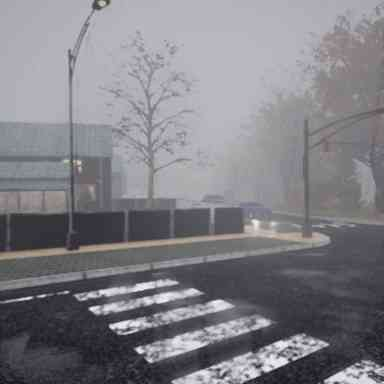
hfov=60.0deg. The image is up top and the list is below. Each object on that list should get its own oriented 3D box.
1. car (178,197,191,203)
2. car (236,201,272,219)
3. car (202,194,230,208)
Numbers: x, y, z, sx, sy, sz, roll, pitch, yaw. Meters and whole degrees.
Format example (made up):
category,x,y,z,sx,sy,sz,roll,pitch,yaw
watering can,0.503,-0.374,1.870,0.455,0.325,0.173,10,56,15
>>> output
category,x,y,z,sx,sy,sz,roll,pitch,yaw
car,-1.515,1.608,58.945,2.033,1.411,5.357,-1,0,-14
car,5.736,1.636,31.314,1.882,1.535,5.008,-1,0,-15
car,2.924,1.343,41.939,2.150,2.045,5.566,-1,0,-15
